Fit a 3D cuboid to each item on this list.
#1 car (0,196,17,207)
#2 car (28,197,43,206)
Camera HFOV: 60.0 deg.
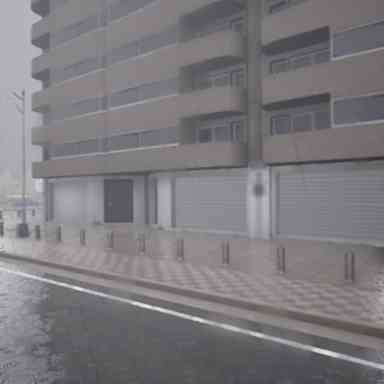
[{"bbox_3d":[-45.762,1.993,80.349,1.932,1.855,4.605,-1,0,35],"label":"car"},{"bbox_3d":[-31.893,2.077,70.692,1.970,1.475,3.806,-1,0,35],"label":"car"}]
